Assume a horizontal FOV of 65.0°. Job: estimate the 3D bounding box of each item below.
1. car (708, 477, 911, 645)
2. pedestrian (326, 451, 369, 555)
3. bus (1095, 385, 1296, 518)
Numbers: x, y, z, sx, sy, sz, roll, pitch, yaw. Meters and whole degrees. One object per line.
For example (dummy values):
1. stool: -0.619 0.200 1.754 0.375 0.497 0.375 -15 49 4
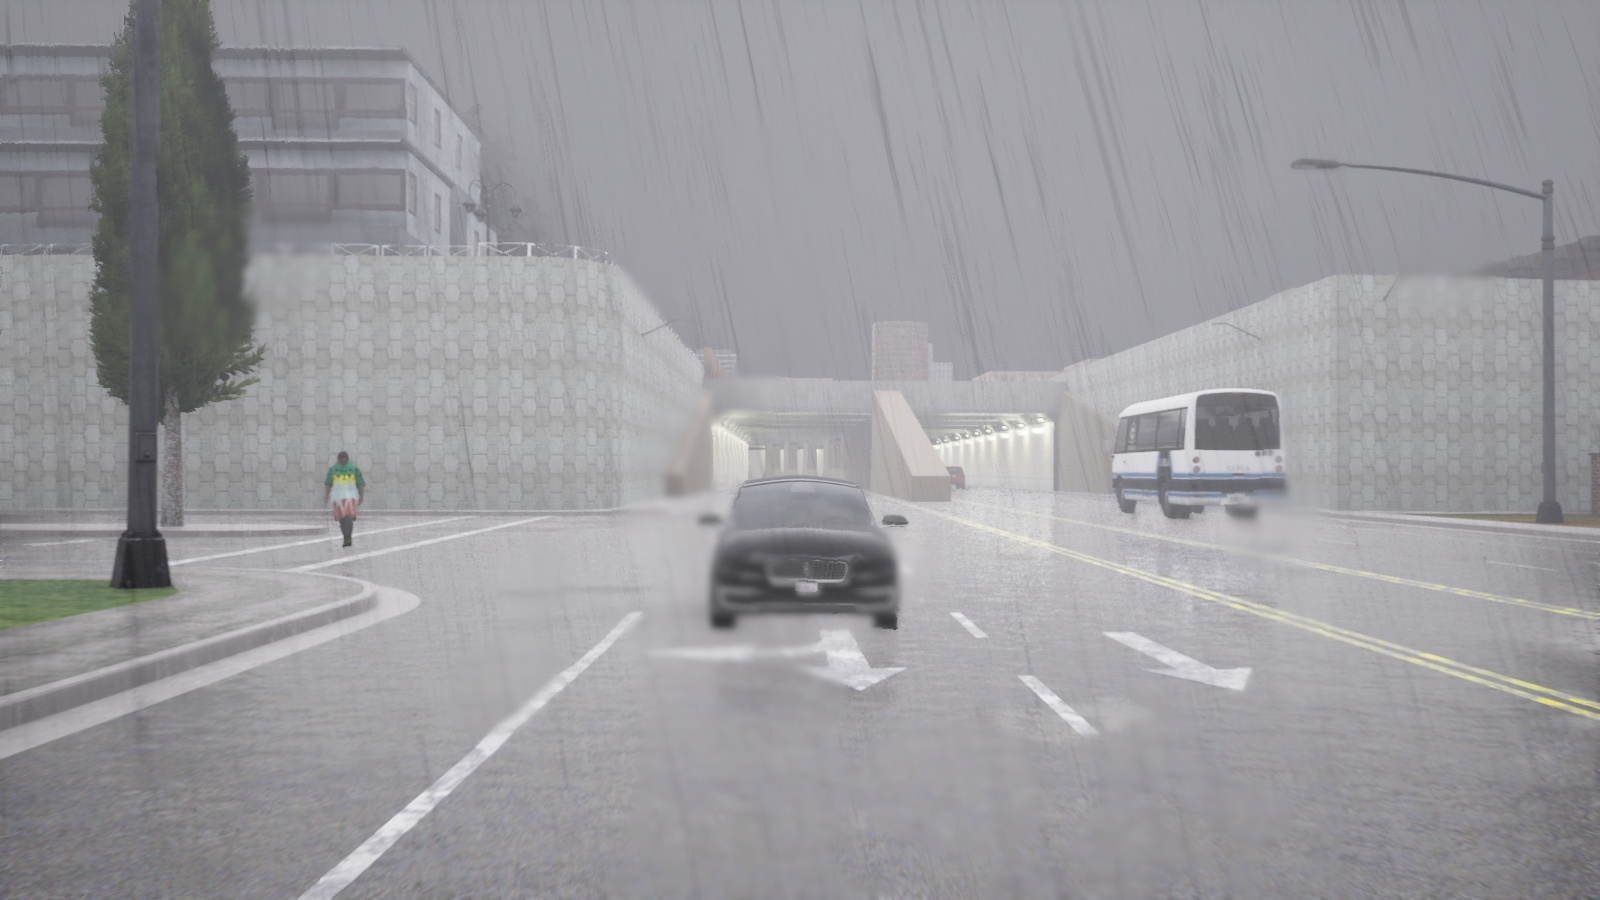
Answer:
1. car: 0.010 1.051 13.832 1.837 1.490 4.892 0 -1 -2
2. pedestrian: -8.666 0.997 24.070 0.659 1.952 0.873 0 -1 -13
3. bus: 13.878 0.142 45.344 3.944 4.253 10.273 0 -1 0
